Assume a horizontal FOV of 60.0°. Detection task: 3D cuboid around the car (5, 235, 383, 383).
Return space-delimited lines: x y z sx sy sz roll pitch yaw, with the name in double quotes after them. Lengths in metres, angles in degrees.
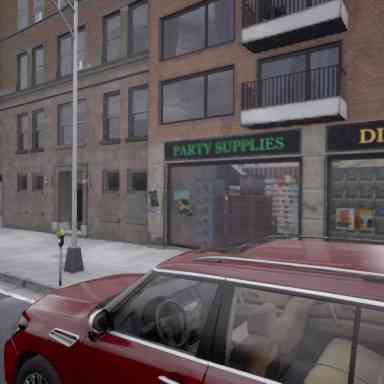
0.547 1.315 2.676 5.009 1.841 2.192 0 1 35 "car"
